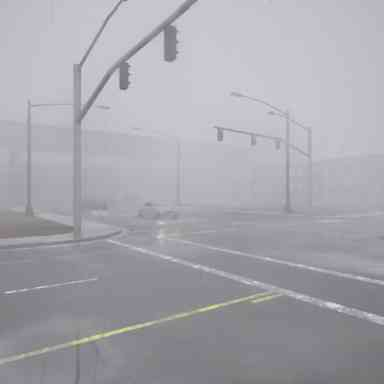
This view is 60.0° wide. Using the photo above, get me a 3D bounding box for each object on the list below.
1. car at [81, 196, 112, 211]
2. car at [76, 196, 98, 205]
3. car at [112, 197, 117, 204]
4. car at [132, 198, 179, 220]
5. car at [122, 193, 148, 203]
[{"bbox_3d":[-12.078,1.547,40.809,2.033,1.411,5.357,0,0,-36],"label":"car"},{"bbox_3d":[-18.743,1.497,59.821,2.128,1.511,4.902,0,0,4],"label":"car"},{"bbox_3d":[-14.949,1.526,59.828,1.812,1.442,4.674,0,0,3],"label":"car"},{"bbox_3d":[-3.013,1.526,28.500,1.812,1.442,4.674,0,0,-37],"label":"car"},{"bbox_3d":[-12.256,1.223,69.394,2.150,2.045,5.566,0,0,30],"label":"car"}]
